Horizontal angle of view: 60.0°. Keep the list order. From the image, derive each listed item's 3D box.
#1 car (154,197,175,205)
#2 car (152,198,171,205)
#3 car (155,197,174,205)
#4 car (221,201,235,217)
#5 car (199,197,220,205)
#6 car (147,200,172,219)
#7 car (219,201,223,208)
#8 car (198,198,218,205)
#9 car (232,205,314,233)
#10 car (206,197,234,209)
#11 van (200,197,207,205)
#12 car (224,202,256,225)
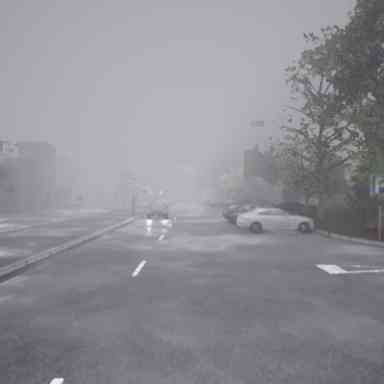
[{"bbox_3d":[-7.487,2.538,91.169,5.566,2.045,2.435,0,-2,-1],"label":"car"},{"bbox_3d":[-7.395,2.358,81.941,4.553,1.767,2.185,0,-2,-1],"label":"car"},{"bbox_3d":[-7.585,2.402,79.019,5.366,1.575,1.946,0,-2,-1],"label":"car"},{"bbox_3d":[5.073,1.745,26.911,4.892,1.521,2.231,0,-1,0],"label":"car"},{"bbox_3d":[4.745,2.484,89.658,5.566,2.045,2.435,0,-2,-1],"label":"car"},{"bbox_3d":[-3.260,1.849,32.896,1.812,1.442,4.674,0,-1,0],"label":"car"},{"bbox_3d":[5.075,1.816,30.187,4.674,1.452,2.002,0,-1,0],"label":"car"},{"bbox_3d":[4.671,2.698,95.116,5.566,2.045,2.435,0,-2,-1],"label":"car"},{"bbox_3d":[5.078,1.721,20.489,4.674,1.452,2.002,0,-1,0],"label":"car"},{"bbox_3d":[5.104,1.889,54.523,4.553,1.767,2.185,0,-1,0],"label":"car"},{"bbox_3d":[4.757,2.168,78.488,4.442,1.987,1.878,0,-2,-1],"label":"van"},{"bbox_3d":[5.085,1.712,23.638,5.008,1.535,2.097,0,-1,0],"label":"car"}]
